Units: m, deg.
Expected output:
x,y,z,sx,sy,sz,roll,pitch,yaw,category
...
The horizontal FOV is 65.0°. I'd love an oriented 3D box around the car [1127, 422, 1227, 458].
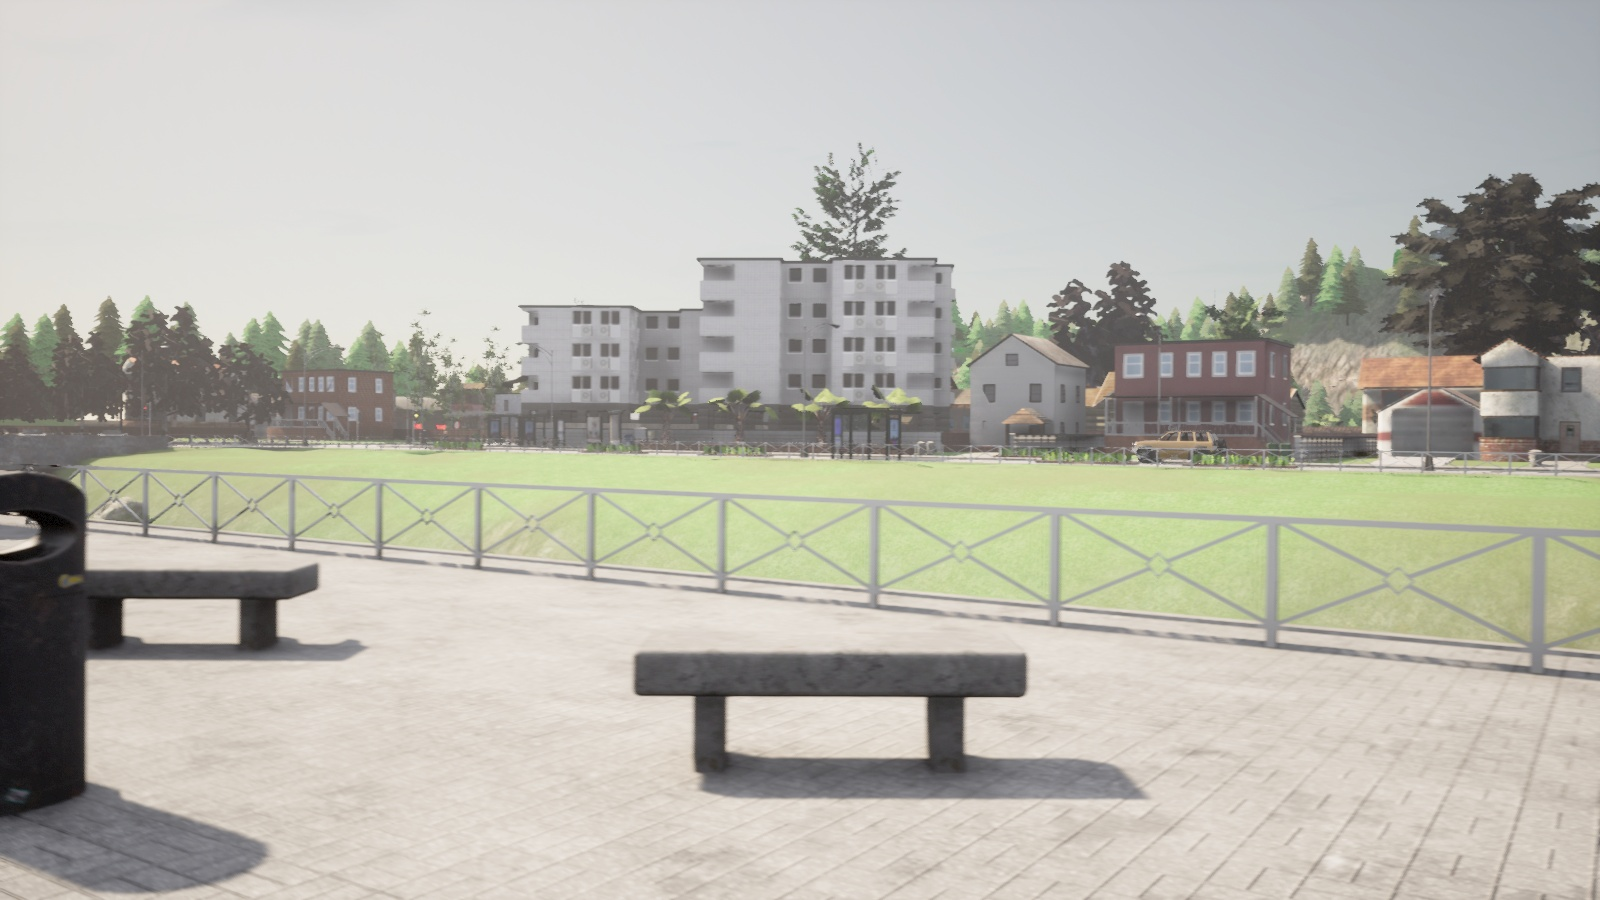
x,y,z,sx,sy,sz,roll,pitch,yaw,category
19.582,-0.520,65.277,4.605,1.855,1.932,0,1,34,car
